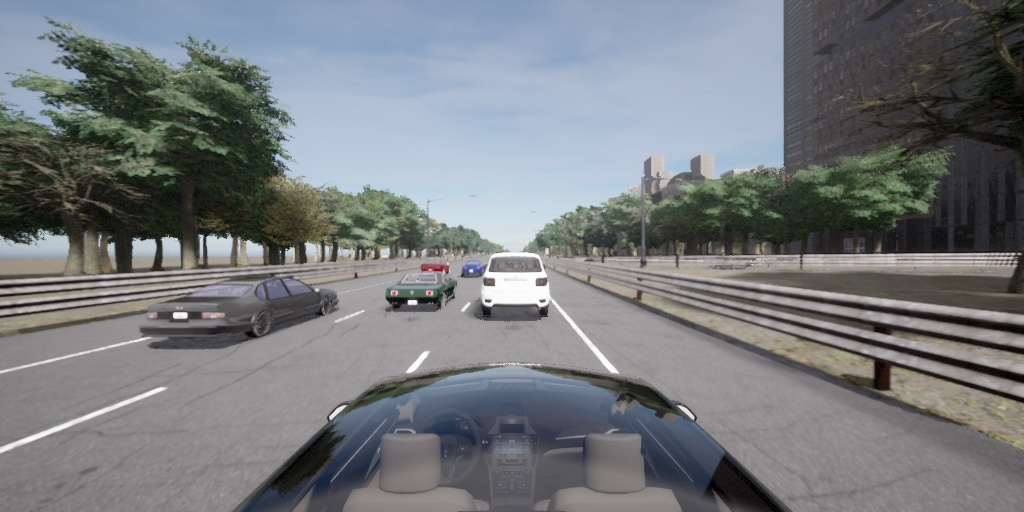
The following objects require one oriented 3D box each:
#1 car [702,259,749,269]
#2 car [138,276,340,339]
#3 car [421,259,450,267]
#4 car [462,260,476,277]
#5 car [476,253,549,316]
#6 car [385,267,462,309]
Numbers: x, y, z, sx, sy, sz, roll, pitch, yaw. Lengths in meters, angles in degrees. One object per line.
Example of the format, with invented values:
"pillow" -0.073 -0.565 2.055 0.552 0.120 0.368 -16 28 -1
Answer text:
"car" 22.914 0.602 38.524 1.812 1.442 4.674 0 -1 -36
"car" -6.901 1.265 9.966 2.033 1.411 5.357 0 0 0
"car" -6.901 1.013 32.709 1.882 1.535 5.008 0 0 0
"car" -3.404 1.065 32.252 1.812 1.442 4.674 0 0 0
"car" 0.099 0.913 13.166 2.150 2.045 5.566 0 0 0
"car" -3.401 1.282 14.490 1.895 1.301 4.718 0 0 0
